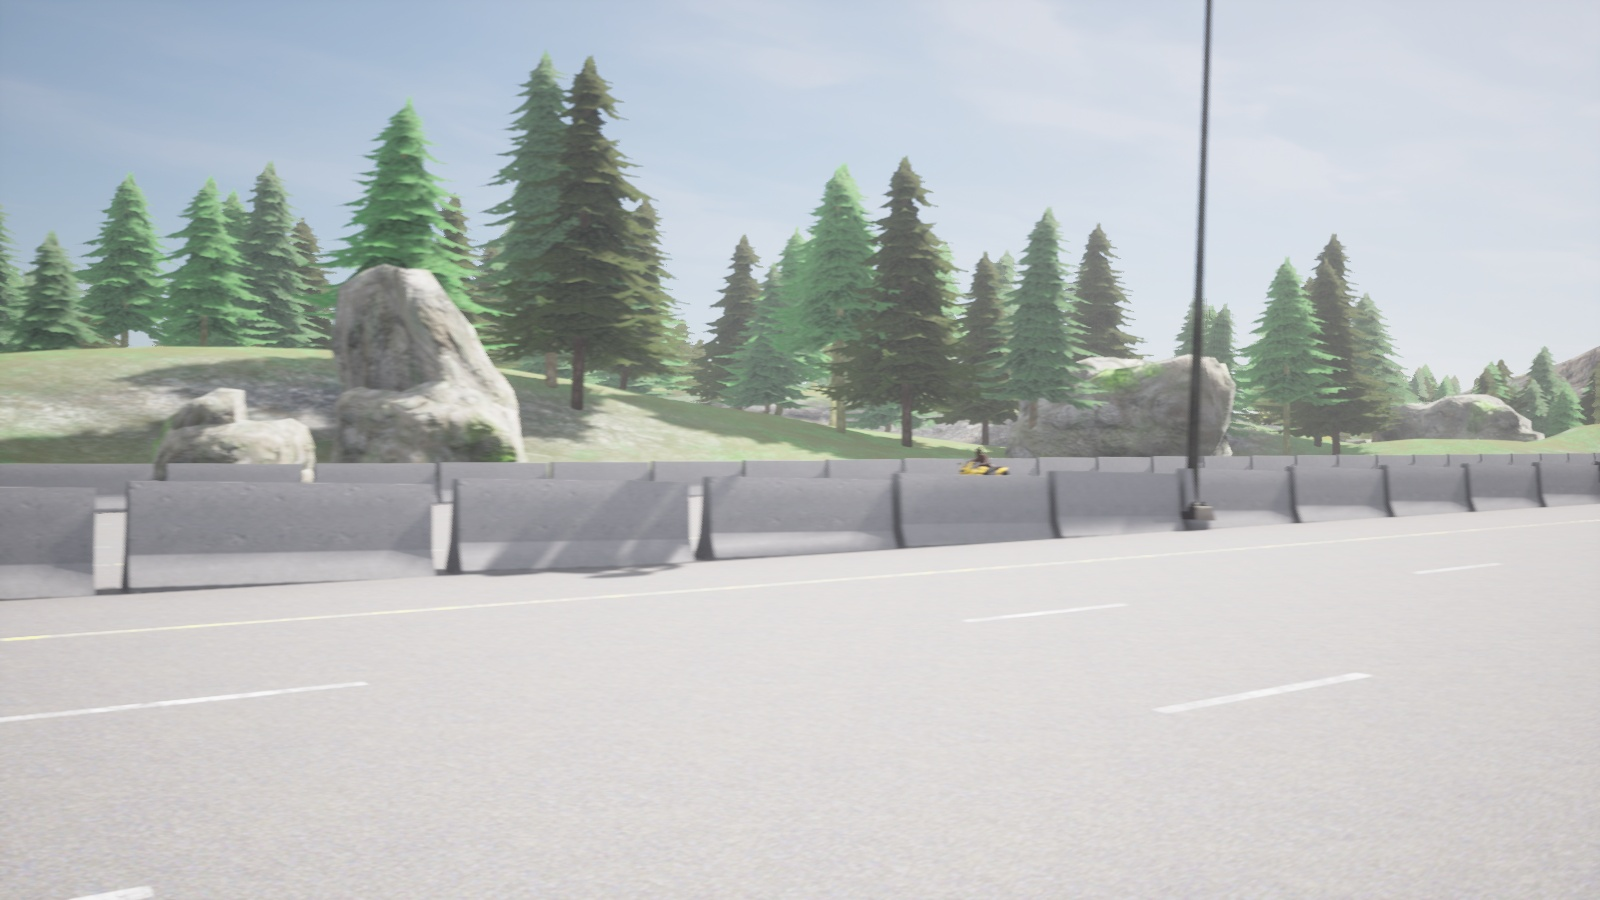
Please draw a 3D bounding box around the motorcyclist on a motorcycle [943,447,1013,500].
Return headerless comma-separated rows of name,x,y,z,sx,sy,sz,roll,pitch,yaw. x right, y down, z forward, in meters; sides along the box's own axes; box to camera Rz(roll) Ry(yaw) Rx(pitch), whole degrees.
motorcyclist on a motorcycle,5.274,0.675,37.180,2.044,1.523,0.797,-1,0,-35
